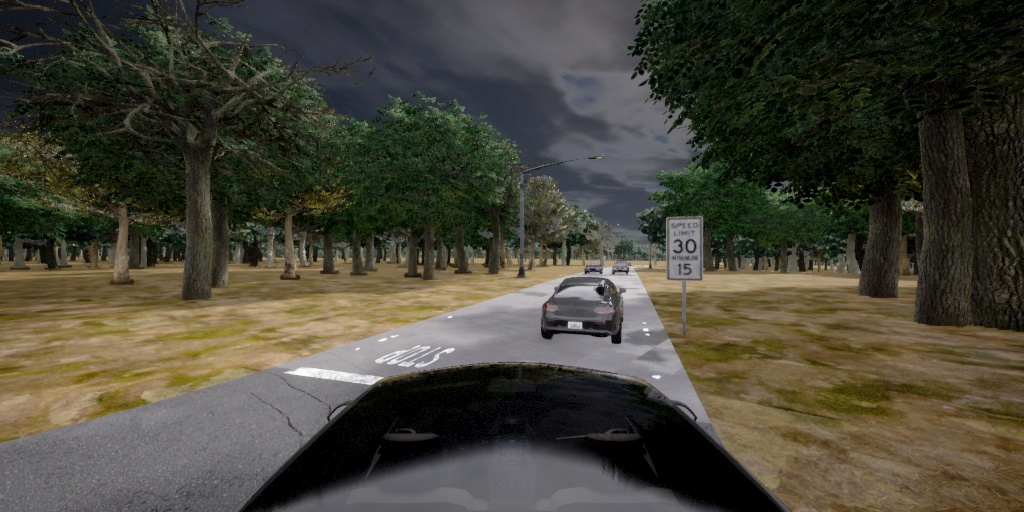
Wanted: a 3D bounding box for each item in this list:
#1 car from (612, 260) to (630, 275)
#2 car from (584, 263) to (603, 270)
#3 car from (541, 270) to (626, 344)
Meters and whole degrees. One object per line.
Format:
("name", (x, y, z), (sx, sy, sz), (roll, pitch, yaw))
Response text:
("car", (13.001, 1.482, 42.990), (2.033, 1.411, 5.357), (0, -1, 18))
("car", (10.109, 1.500, 44.058), (1.994, 1.385, 4.181), (0, -1, 18))
("car", (2.029, 1.278, 9.657), (1.812, 1.442, 4.674), (0, 0, 18))
